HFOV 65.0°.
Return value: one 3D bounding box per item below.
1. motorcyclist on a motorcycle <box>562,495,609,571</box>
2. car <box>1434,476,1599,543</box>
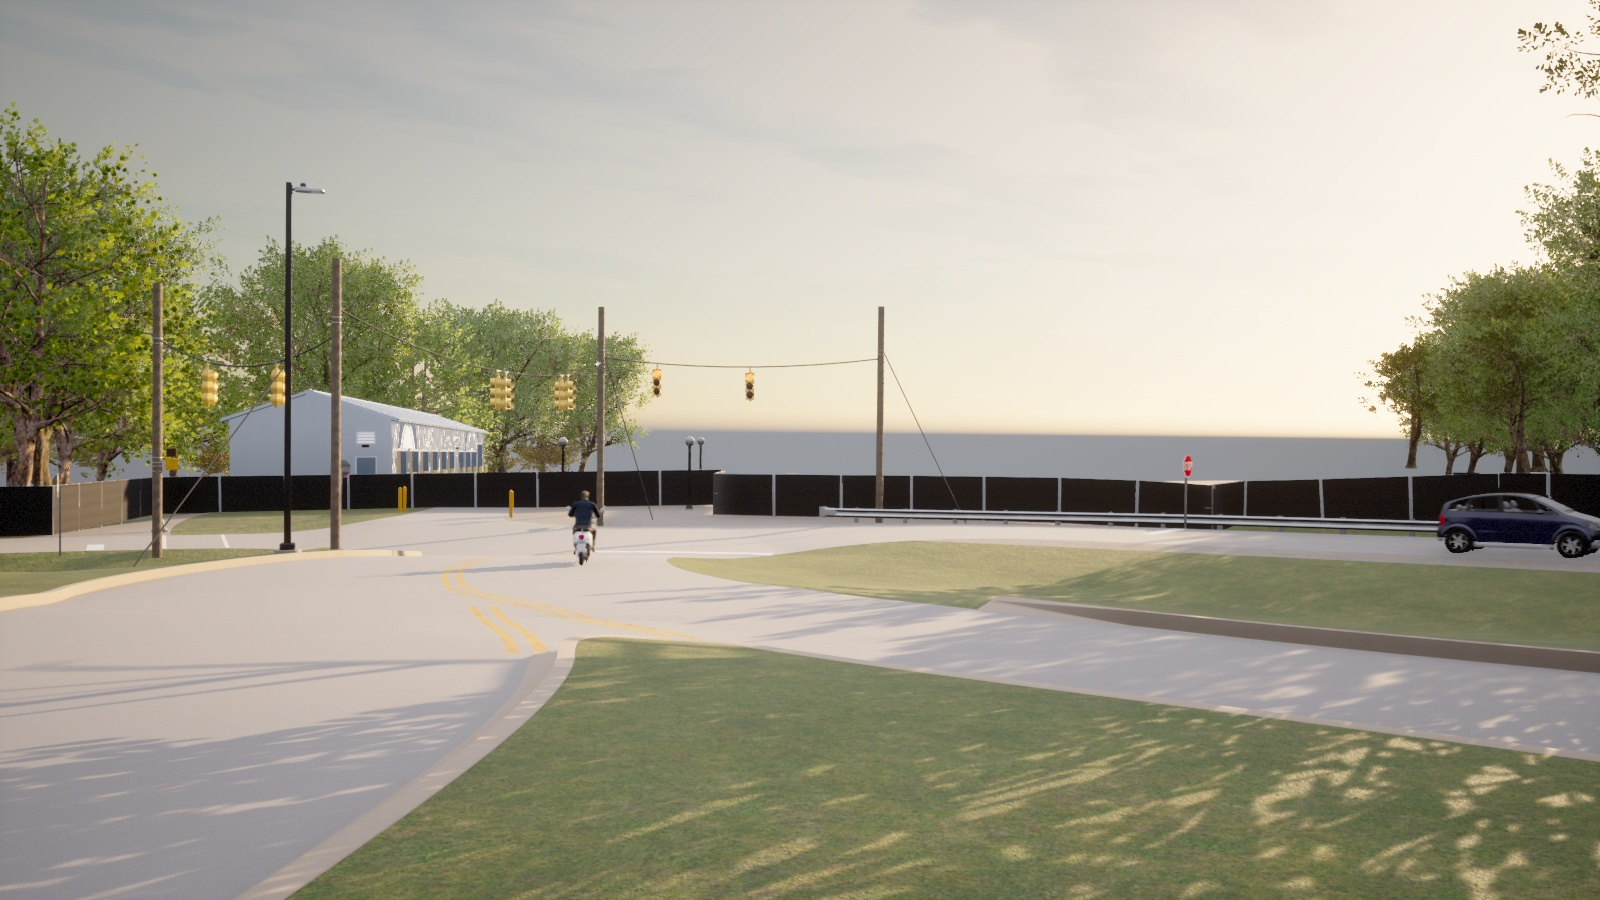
[{"bbox_3d":[-4.662,1.780,27.366,0.866,1.590,1.817,0,-2,-5],"label":"motorcyclist on a motorcycle"},{"bbox_3d":[18.285,1.470,31.655,3.705,1.549,1.789,-2,0,43],"label":"car"}]
